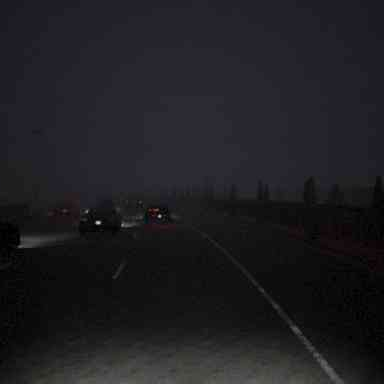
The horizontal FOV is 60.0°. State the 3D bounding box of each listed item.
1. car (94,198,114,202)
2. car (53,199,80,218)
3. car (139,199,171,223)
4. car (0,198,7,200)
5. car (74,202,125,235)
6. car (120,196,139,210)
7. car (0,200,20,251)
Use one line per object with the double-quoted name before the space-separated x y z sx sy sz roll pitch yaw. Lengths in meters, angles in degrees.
"car" -9.487 1.388 36.052 1.837 1.490 4.892 0 0 -19
"car" -11.071 1.382 29.579 1.882 1.535 5.008 0 0 -15
"car" -2.725 1.421 25.106 1.837 1.490 4.892 0 0 -12
"car" -20.654 1.364 35.493 1.882 1.535 5.008 0 0 -22
"car" -4.998 1.504 18.532 1.994 1.385 4.181 0 0 -9
"car" -7.471 1.219 40.540 2.097 1.767 4.553 0 0 -21
"car" -7.501 1.317 10.861 2.097 1.767 4.553 0 0 -5
